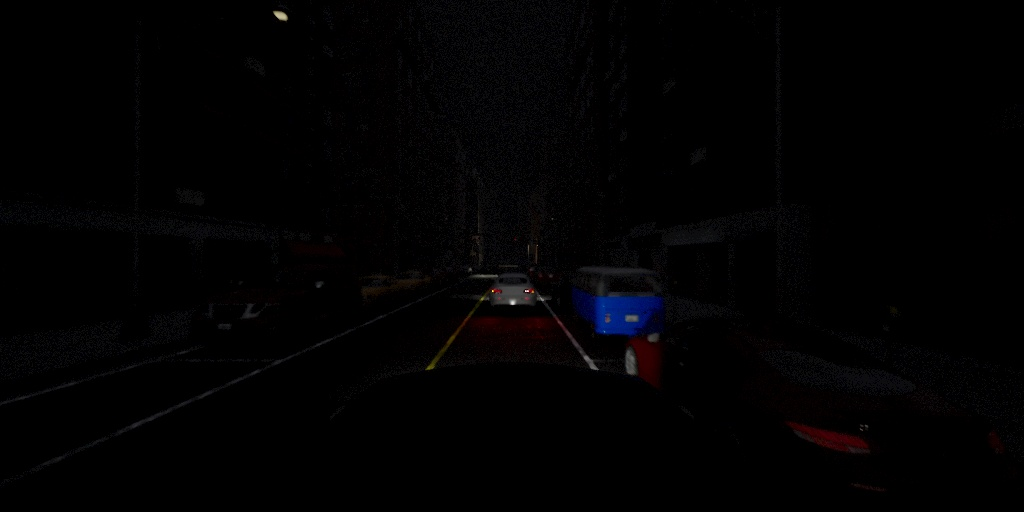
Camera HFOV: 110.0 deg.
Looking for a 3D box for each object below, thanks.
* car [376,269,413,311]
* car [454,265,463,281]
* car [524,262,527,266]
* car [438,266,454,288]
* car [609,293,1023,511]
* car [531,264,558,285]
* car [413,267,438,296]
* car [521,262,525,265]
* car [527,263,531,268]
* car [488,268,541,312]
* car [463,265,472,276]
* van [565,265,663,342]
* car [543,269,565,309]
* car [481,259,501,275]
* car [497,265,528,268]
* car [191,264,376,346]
[{"bbox_3d":[-5.855,1.414,15.243,1.751,1.417,4.829,0,0,0],"label":"car"},{"bbox_3d":[-5.851,1.607,32.199,1.888,1.381,4.507,0,0,0],"label":"car"},{"bbox_3d":[2.678,1.761,43.394,1.802,1.307,4.207,0,0,0],"label":"car"},{"bbox_3d":[-5.852,1.549,26.603,1.888,1.381,4.507,0,0,0],"label":"car"},{"bbox_3d":[2.668,1.357,4.236,1.802,1.307,4.207,0,0,0],"label":"car"},{"bbox_3d":[2.673,1.444,26.612,1.967,1.591,4.097,0,0,0],"label":"car"},{"bbox_3d":[-5.853,1.472,20.838,1.751,1.417,4.829,0,0,0],"label":"car"},{"bbox_3d":[2.679,1.789,48.987,2.007,1.370,4.403,0,0,0],"label":"car"},{"bbox_3d":[2.675,1.502,32.206,1.967,1.591,4.097,0,0,0],"label":"car"},{"bbox_3d":[0.050,1.409,14.876,1.812,1.442,4.674,0,0,1],"label":"car"},{"bbox_3d":[-5.848,1.730,43.390,2.007,1.370,4.403,0,0,0],"label":"car"},{"bbox_3d":[2.670,1.173,9.830,1.690,1.789,3.998,0,0,0],"label":"van"},{"bbox_3d":[2.671,1.439,15.424,2.007,1.370,4.403,0,0,0],"label":"car"},{"bbox_3d":[-3.025,1.464,49.245,2.150,2.045,5.566,0,-1,1],"label":"car"},{"bbox_3d":[0.041,1.625,28.599,1.895,1.301,4.718,0,-1,1],"label":"car"},{"bbox_3d":[-5.856,1.147,9.817,2.192,1.841,5.009,0,0,0],"label":"car"}]
